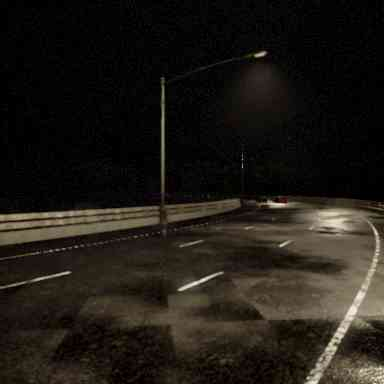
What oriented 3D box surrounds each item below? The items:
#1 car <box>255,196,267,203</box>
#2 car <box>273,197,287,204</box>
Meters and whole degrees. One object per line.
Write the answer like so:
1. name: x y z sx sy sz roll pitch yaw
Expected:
1. car: 14.049 1.528 68.089 2.128 1.511 4.902 0 0 2
2. car: 17.475 1.608 66.037 1.994 1.385 4.181 0 0 0
